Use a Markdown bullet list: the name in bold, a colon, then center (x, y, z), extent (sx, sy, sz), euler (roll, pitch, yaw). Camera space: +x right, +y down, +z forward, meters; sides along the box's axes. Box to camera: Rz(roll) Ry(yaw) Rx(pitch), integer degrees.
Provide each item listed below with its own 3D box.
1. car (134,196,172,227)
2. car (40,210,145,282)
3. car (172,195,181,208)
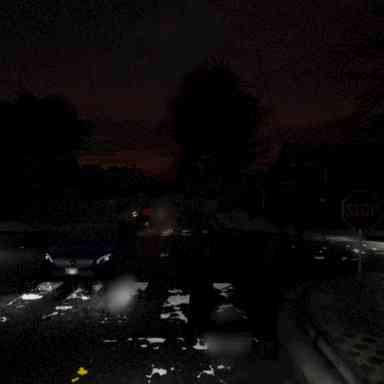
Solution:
- **car**: center (-2.706, 1.337, 22.345), extent (2.097, 1.767, 4.553), euler (0, 0, 0)
- **car**: center (-2.725, 1.516, 9.894), extent (1.812, 1.442, 4.674), euler (1, 1, 0)
- **car**: center (-2.660, 1.292, 46.578), extent (2.097, 1.767, 4.553), euler (0, 0, 0)
